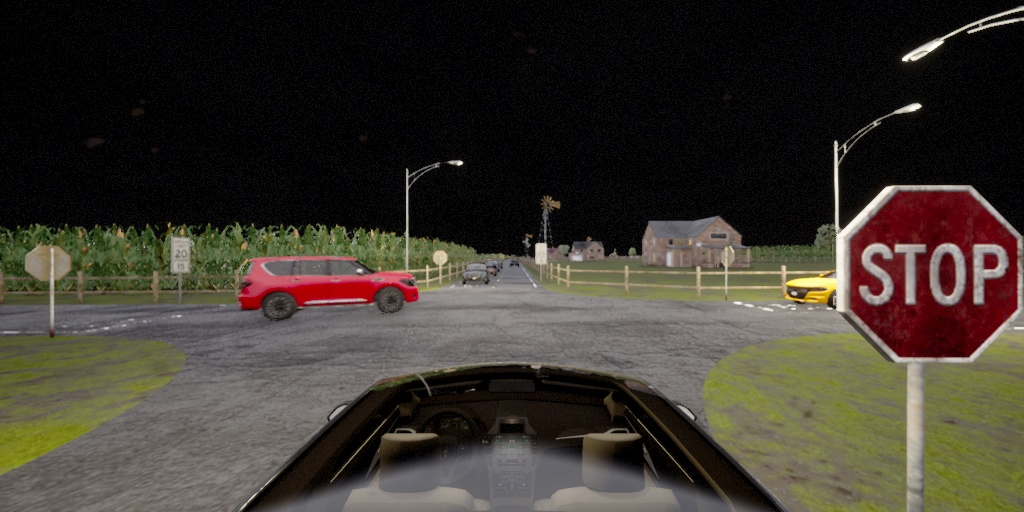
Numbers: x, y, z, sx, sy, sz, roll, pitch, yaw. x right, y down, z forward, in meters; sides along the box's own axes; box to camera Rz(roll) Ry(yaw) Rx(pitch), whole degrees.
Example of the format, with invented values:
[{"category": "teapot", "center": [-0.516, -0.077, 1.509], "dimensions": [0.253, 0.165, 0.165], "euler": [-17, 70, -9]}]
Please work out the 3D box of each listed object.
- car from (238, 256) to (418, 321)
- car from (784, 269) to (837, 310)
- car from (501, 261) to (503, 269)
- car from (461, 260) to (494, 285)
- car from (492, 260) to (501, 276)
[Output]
[{"category": "car", "center": [-6.208, 1.007, 12.658], "dimensions": [5.566, 2.045, 2.150], "euler": [-1, 0, -20]}, {"category": "car", "center": [13.068, 1.112, 13.427], "dimensions": [5.008, 1.535, 1.882], "euler": [-1, 0, 0]}, {"category": "car", "center": [-2.470, 1.309, 46.806], "dimensions": [1.837, 1.490, 4.892], "euler": [0, 0, 1]}, {"category": "car", "center": [-2.601, 1.279, 26.830], "dimensions": [1.837, 1.490, 4.892], "euler": [0, 0, -1]}, {"category": "car", "center": [-2.539, 1.352, 36.787], "dimensions": [1.994, 1.385, 4.181], "euler": [0, 0, 2]}]
